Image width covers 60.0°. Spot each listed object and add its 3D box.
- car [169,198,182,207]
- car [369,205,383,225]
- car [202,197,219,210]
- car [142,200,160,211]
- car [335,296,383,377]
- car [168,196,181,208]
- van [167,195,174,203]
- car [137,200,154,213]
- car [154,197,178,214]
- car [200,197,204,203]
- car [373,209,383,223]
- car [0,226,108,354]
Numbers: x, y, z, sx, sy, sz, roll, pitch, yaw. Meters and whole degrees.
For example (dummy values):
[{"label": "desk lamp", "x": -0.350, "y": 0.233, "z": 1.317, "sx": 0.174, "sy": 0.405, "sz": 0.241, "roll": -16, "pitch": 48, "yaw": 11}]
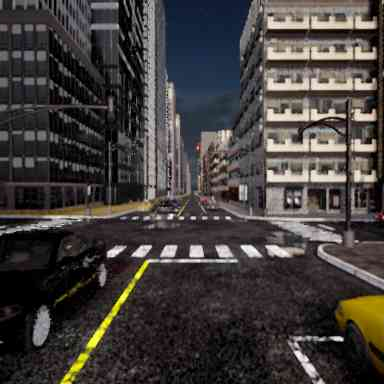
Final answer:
[{"label": "car", "x": -2.892, "y": 1.831, "z": 59.054, "sx": 2.033, "sy": 1.411, "sz": 5.357, "roll": 0, "pitch": 0, "yaw": 0}, {"label": "car", "x": 16.377, "y": 1.755, "z": 25.682, "sx": 4.403, "sy": 1.369, "sz": 2.008, "roll": 0, "pitch": 0, "yaw": 1}, {"label": "car", "x": 2.791, "y": 1.772, "z": 46.192, "sx": 2.008, "sy": 1.369, "sz": 4.403, "roll": -1, "pitch": 0, "yaw": 0}, {"label": "car", "x": -5.589, "y": 1.787, "z": 46.212, "sx": 1.947, "sy": 1.339, "sz": 4.313, "roll": -1, "pitch": 0, "yaw": 0}, {"label": "car", "x": 2.813, "y": 1.539, "z": 2.753, "sx": 1.752, "sy": 1.417, "sz": 4.829, "roll": -1, "pitch": 0, "yaw": 0}, {"label": "car", "x": -2.968, "y": 1.759, "z": 48.670, "sx": 1.812, "sy": 1.442, "sz": 4.674, "roll": 0, "pitch": 0, "yaw": 0}, {"label": "van", "x": -5.495, "y": 1.755, "z": 85.795, "sx": 1.690, "sy": 1.788, "sz": 3.998, "roll": -1, "pitch": 0, "yaw": 0}, {"label": "car", "x": -5.604, "y": 1.718, "z": 40.388, "sx": 1.752, "sy": 1.417, "sz": 4.829, "roll": -1, "pitch": 0, "yaw": 0}, {"label": "car", "x": -2.995, "y": 1.691, "z": 38.923, "sx": 1.837, "sy": 1.490, "sz": 4.892, "roll": 0, "pitch": 0, "yaw": 0}, {"label": "car", "x": 2.873, "y": 1.827, "z": 80.120, "sx": 1.967, "sy": 1.590, "sz": 4.097, "roll": -1, "pitch": 0, "yaw": 0}, {"label": "car", "x": 16.090, "y": 1.454, "z": 23.094, "sx": 5.566, "sy": 2.045, "sz": 2.150, "roll": 0, "pitch": 1, "yaw": 1}, {"label": "car", "x": -3.072, "y": 1.508, "z": 6.428, "sx": 1.882, "sy": 1.535, "sz": 5.008, "roll": 0, "pitch": -1, "yaw": 1}]
